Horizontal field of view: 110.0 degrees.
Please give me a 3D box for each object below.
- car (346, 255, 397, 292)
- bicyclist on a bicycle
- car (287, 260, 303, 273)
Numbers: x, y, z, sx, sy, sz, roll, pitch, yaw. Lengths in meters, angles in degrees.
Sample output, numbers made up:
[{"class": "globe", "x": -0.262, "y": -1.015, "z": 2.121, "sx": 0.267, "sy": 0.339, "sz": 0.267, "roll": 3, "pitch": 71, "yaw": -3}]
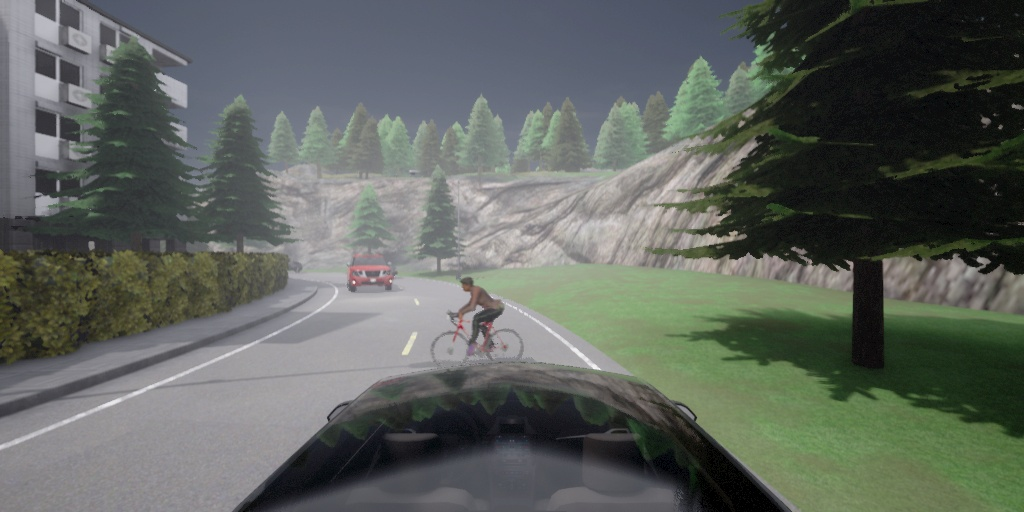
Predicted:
[{"class": "car", "x": -8.462, "y": 0.925, "z": 21.152, "sx": 2.150, "sy": 2.045, "sz": 5.566, "roll": 0, "pitch": 0, "yaw": -27}, {"class": "bicyclist on a bicycle", "x": -0.620, "y": 1.188, "z": 6.379, "sx": 1.656, "sy": 1.620, "sz": 0.582, "roll": -2, "pitch": 0, "yaw": -6}, {"class": "car", "x": -25.649, "y": 1.151, "z": 39.832, "sx": 4.892, "sy": 1.490, "sz": 1.837, "roll": -1, "pitch": 0, "yaw": 18}]
